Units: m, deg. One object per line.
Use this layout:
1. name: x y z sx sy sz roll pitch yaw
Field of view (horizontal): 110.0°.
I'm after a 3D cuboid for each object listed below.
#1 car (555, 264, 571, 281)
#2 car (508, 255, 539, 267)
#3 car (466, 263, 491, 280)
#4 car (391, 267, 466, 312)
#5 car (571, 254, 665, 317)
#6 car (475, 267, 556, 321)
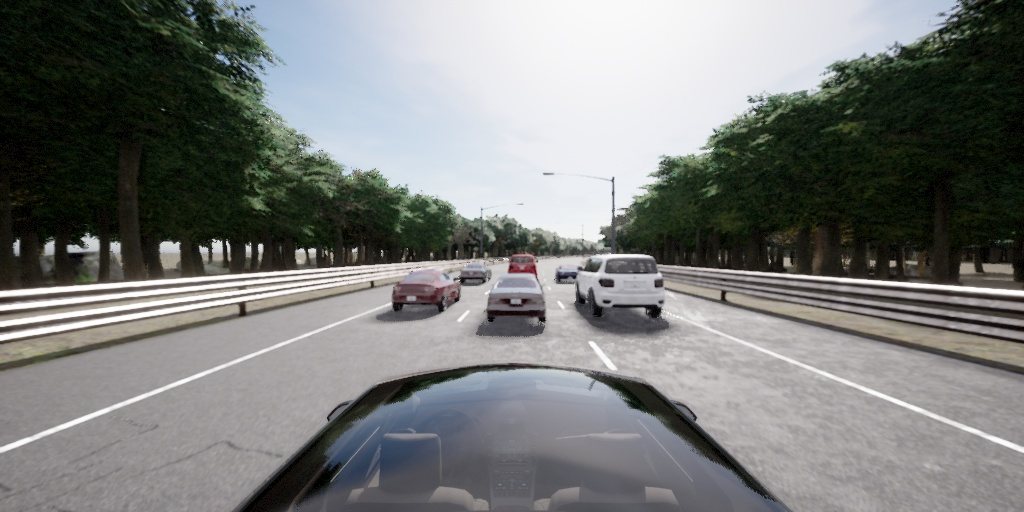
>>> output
1. car: 4.440 1.305 28.490 1.895 1.301 4.718 0 0 4
2. car: 0.901 0.927 28.105 2.150 2.045 5.566 0 0 4
3. car: -2.665 1.252 27.310 2.033 1.411 5.357 0 0 4
4. car: -3.220 1.259 14.134 1.812 1.442 4.674 0 0 3
5. car: 3.746 0.959 13.282 2.150 2.045 5.566 0 0 2
6. car: 0.203 1.284 12.325 2.033 1.411 5.357 0 0 2
